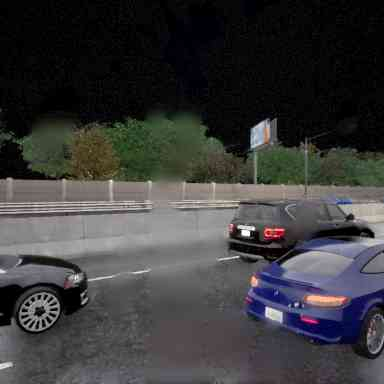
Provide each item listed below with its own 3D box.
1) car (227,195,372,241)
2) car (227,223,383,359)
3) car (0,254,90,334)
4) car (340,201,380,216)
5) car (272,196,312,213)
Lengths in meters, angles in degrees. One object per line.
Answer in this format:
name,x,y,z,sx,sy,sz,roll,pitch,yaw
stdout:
car,3.651,1.226,10.745,5.566,2.045,2.150,0,0,-36
car,2.987,1.528,5.951,4.674,1.442,1.812,0,0,-36
car,-4.117,1.492,5.097,4.902,1.511,2.128,0,0,-36
car,17.078,1.603,33.732,4.181,1.385,1.994,0,0,-36
car,11.612,1.387,38.412,4.553,1.767,2.097,0,0,-36
